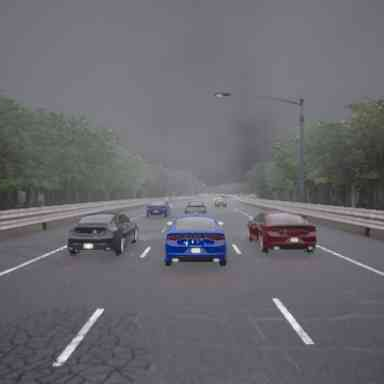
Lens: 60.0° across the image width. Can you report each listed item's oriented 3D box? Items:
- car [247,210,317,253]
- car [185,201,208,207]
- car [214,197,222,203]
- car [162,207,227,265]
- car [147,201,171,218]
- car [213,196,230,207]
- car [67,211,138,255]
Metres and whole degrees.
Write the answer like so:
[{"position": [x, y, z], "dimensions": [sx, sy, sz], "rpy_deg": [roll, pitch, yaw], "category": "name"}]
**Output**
[{"position": [3.529, 1.498, 13.860], "dimensions": [1.882, 1.535, 5.008], "rpy_deg": [0, 0, 0], "category": "car"}, {"position": [0.369, 1.562, 29.965], "dimensions": [2.128, 1.511, 4.902], "rpy_deg": [0, 0, 1], "category": "car"}, {"position": [6.181, 1.939, 80.432], "dimensions": [1.837, 1.490, 4.892], "rpy_deg": [0, 0, 4], "category": "car"}, {"position": [0.119, 1.494, 11.793], "dimensions": [1.882, 1.535, 5.008], "rpy_deg": [0, 0, 0], "category": "car"}, {"position": [-3.095, 1.554, 31.618], "dimensions": [1.882, 1.535, 5.008], "rpy_deg": [0, 0, 1], "category": "car"}, {"position": [4.579, 1.808, 53.724], "dimensions": [1.895, 1.301, 4.718], "rpy_deg": [0, 0, 3], "category": "car"}, {"position": [-3.371, 1.524, 13.291], "dimensions": [1.837, 1.490, 4.892], "rpy_deg": [0, 0, 0], "category": "car"}]
